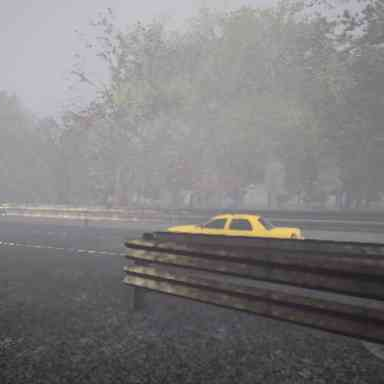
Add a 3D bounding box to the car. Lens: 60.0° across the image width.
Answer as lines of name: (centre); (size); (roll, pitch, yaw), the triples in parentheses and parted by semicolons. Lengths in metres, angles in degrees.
car: (1.311, 1.485, 12.317); (5.366, 1.575, 1.801); (0, 0, 24)
